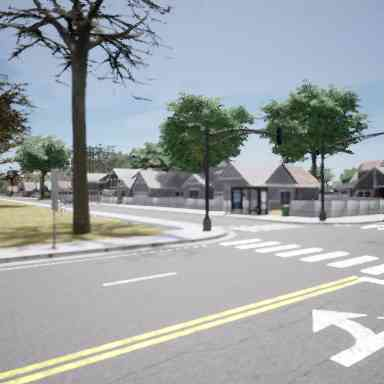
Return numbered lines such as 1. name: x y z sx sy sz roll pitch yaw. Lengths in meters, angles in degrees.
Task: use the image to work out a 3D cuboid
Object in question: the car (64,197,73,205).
1. car: -23.061 1.644 63.685 1.812 1.442 4.674 0 0 -35
